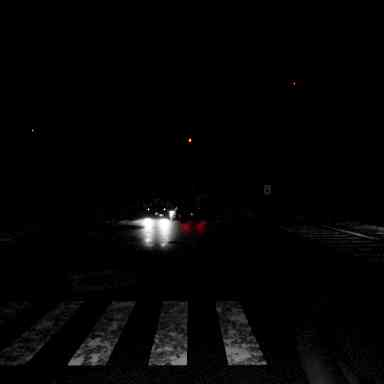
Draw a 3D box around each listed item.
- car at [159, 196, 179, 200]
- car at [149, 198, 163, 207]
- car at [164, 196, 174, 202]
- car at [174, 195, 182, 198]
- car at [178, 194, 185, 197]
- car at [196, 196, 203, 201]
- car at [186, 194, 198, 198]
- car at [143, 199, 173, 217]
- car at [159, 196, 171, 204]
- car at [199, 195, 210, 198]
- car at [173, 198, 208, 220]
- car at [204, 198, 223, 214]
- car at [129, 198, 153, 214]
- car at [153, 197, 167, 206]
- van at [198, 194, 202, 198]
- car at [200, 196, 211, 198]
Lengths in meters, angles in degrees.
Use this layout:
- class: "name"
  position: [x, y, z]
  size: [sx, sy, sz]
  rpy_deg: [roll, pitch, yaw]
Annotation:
- class: "car"
  position: [-3.097, 1.613, 41.978]
  size: [1.994, 1.385, 4.181]
  rpy_deg: [0, 0, 1]
- class: "car"
  position: [-5.615, 1.651, 52.675]
  size: [1.802, 1.307, 4.206]
  rpy_deg: [0, 0, 0]
- class: "car"
  position: [-5.553, 1.692, 80.228]
  size: [2.008, 1.369, 4.403]
  rpy_deg: [0, 0, 0]
- class: "car"
  position: [-3.075, 1.632, 51.962]
  size: [1.994, 1.385, 4.181]
  rpy_deg: [0, 0, 0]
- class: "car"
  position: [-3.009, 1.582, 62.043]
  size: [2.128, 1.511, 4.902]
  rpy_deg: [0, 0, 1]
- class: "car"
  position: [2.084, 1.695, 90.093]
  size: [1.812, 1.442, 4.674]
  rpy_deg: [0, 0, 0]
- class: "car"
  position: [-0.102, 1.659, 63.873]
  size: [1.994, 1.385, 4.181]
  rpy_deg: [0, 0, 0]
- class: "car"
  position: [-3.143, 1.633, 32.022]
  size: [1.895, 1.301, 4.718]
  rpy_deg: [0, 0, 1]
- class: "car"
  position: [-5.578, 1.550, 69.207]
  size: [1.967, 1.590, 4.097]
  rpy_deg: [0, 0, 0]
- class: "car"
  position: [2.410, 1.635, 52.657]
  size: [1.947, 1.339, 4.313]
  rpy_deg: [0, 0, 0]
- class: "car"
  position: [-0.250, 1.518, 28.429]
  size: [2.128, 1.511, 4.902]
  rpy_deg: [0, 0, -6]
- class: "car"
  position: [2.373, 1.605, 36.124]
  size: [1.947, 1.339, 4.313]
  rpy_deg: [0, 0, 0]
- class: "car"
  position: [-5.652, 1.479, 36.143]
  size: [1.967, 1.590, 4.097]
  rpy_deg: [0, 0, 0]
- class: "car"
  position: [-5.603, 1.632, 58.186]
  size: [2.008, 1.369, 4.403]
  rpy_deg: [0, 0, 0]
- class: "van"
  position: [2.422, 1.423, 58.168]
  size: [1.690, 1.788, 3.998]
  rpy_deg: [0, 0, 0]
- class: "car"
  position: [2.397, 1.640, 47.147]
  size: [1.802, 1.307, 4.206]
  rpy_deg: [0, 0, 0]
